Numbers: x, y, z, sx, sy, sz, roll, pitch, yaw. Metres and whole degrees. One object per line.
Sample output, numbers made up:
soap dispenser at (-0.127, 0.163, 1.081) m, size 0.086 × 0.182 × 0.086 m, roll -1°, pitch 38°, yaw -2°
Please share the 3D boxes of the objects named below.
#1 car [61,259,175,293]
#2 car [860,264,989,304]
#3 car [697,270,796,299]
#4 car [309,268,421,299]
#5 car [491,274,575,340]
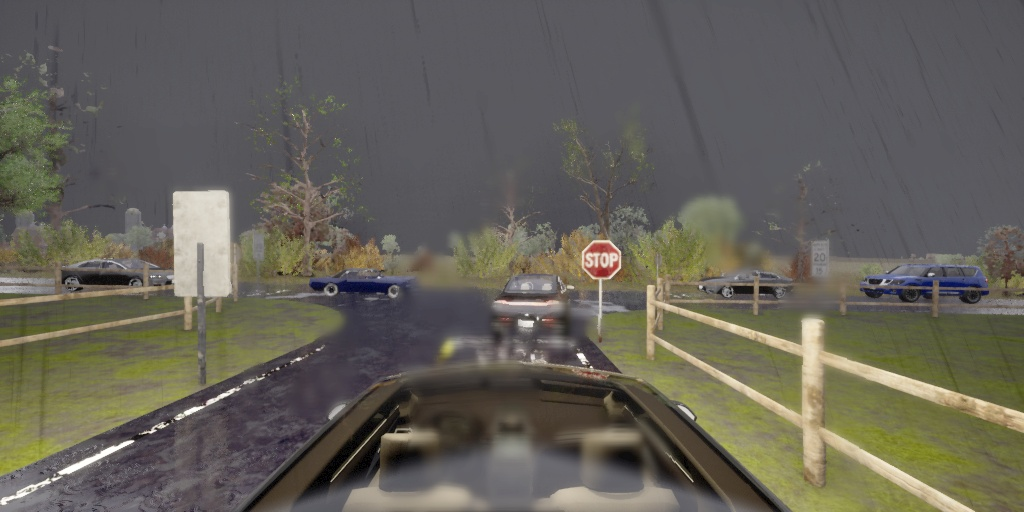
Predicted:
car at (-18.493, 0.885, 17.101) m, size 4.902 × 1.511 × 2.128 m, roll 1°, pitch 1°, yaw 0°
car at (22.896, 1.466, 20.008) m, size 5.566 × 2.045 × 2.150 m, roll 1°, pitch 1°, yaw 0°
car at (13.000, 1.525, 20.017) m, size 4.902 × 1.511 × 2.128 m, roll 1°, pitch 1°, yaw 0°
car at (-6.825, 1.248, 17.087) m, size 4.718 × 1.301 × 1.895 m, roll 1°, pitch 1°, yaw 0°
car at (0.705, 1.240, 10.057) m, size 2.128 × 1.511 × 4.902 m, roll 0°, pitch 0°, yaw 9°
